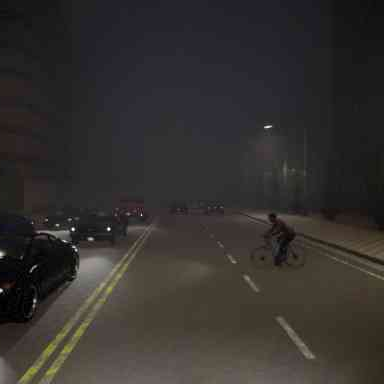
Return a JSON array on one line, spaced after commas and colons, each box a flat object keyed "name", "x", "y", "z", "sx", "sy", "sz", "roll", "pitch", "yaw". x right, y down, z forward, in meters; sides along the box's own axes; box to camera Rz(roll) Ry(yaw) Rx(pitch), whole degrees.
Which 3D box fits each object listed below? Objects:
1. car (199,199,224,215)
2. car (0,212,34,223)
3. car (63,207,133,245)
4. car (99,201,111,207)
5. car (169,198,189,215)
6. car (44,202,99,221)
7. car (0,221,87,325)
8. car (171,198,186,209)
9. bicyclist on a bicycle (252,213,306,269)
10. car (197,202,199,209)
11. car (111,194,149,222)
[{"name": "car", "x": 2.147, "y": 1.547, "z": 34.208, "sx": 2.033, "sy": 1.411, "sz": 5.357, "roll": 0, "pitch": 0, "yaw": -2}, {"name": "car", "x": -7.572, "y": 1.478, "z": 12.207, "sx": 1.882, "sy": 1.535, "sz": 5.008, "roll": 0, "pitch": 0, "yaw": -3}, {"name": "car", "x": -4.218, "y": 1.601, "z": 15.729, "sx": 1.895, "sy": 1.301, "sz": 4.718, "roll": 0, "pitch": 0, "yaw": -2}, {"name": "car", "x": -8.376, "y": 1.564, "z": 32.022, "sx": 1.994, "sy": 1.385, "sz": 4.181, "roll": 0, "pitch": 0, "yaw": -2}, {"name": "car", "x": -1.368, "y": 1.491, "z": 34.598, "sx": 2.128, "sy": 1.511, "sz": 4.902, "roll": 0, "pitch": 0, "yaw": -2}, {"name": "car", "x": -7.991, "y": 1.547, "z": 22.112, "sx": 2.033, "sy": 1.411, "sz": 5.357, "roll": 0, "pitch": 0, "yaw": -3}, {"name": "car", "x": -3.847, "y": 1.564, "z": 6.977, "sx": 1.994, "sy": 1.385, "sz": 4.181, "roll": 0, "pitch": 0, "yaw": -2}, {"name": "car", "x": -1.902, "y": 1.547, "z": 46.490, "sx": 2.033, "sy": 1.411, "sz": 5.357, "roll": 0, "pitch": 0, "yaw": -2}, {"name": "bicyclist on a bicycle", "x": 2.544, "y": 1.450, "z": 9.775, "sx": 1.656, "sy": 1.620, "sz": 0.582, "roll": -2, "pitch": 0, "yaw": -2}, {"name": "car", "x": 1.688, "y": 1.600, "z": 43.842, "sx": 1.895, "sy": 1.301, "sz": 4.718, "roll": 0, "pitch": 0, "yaw": -2}, {"name": "car", "x": -4.659, "y": 1.221, "z": 26.411, "sx": 2.150, "sy": 2.045, "sz": 5.566, "roll": 0, "pitch": 0, "yaw": -3}]
